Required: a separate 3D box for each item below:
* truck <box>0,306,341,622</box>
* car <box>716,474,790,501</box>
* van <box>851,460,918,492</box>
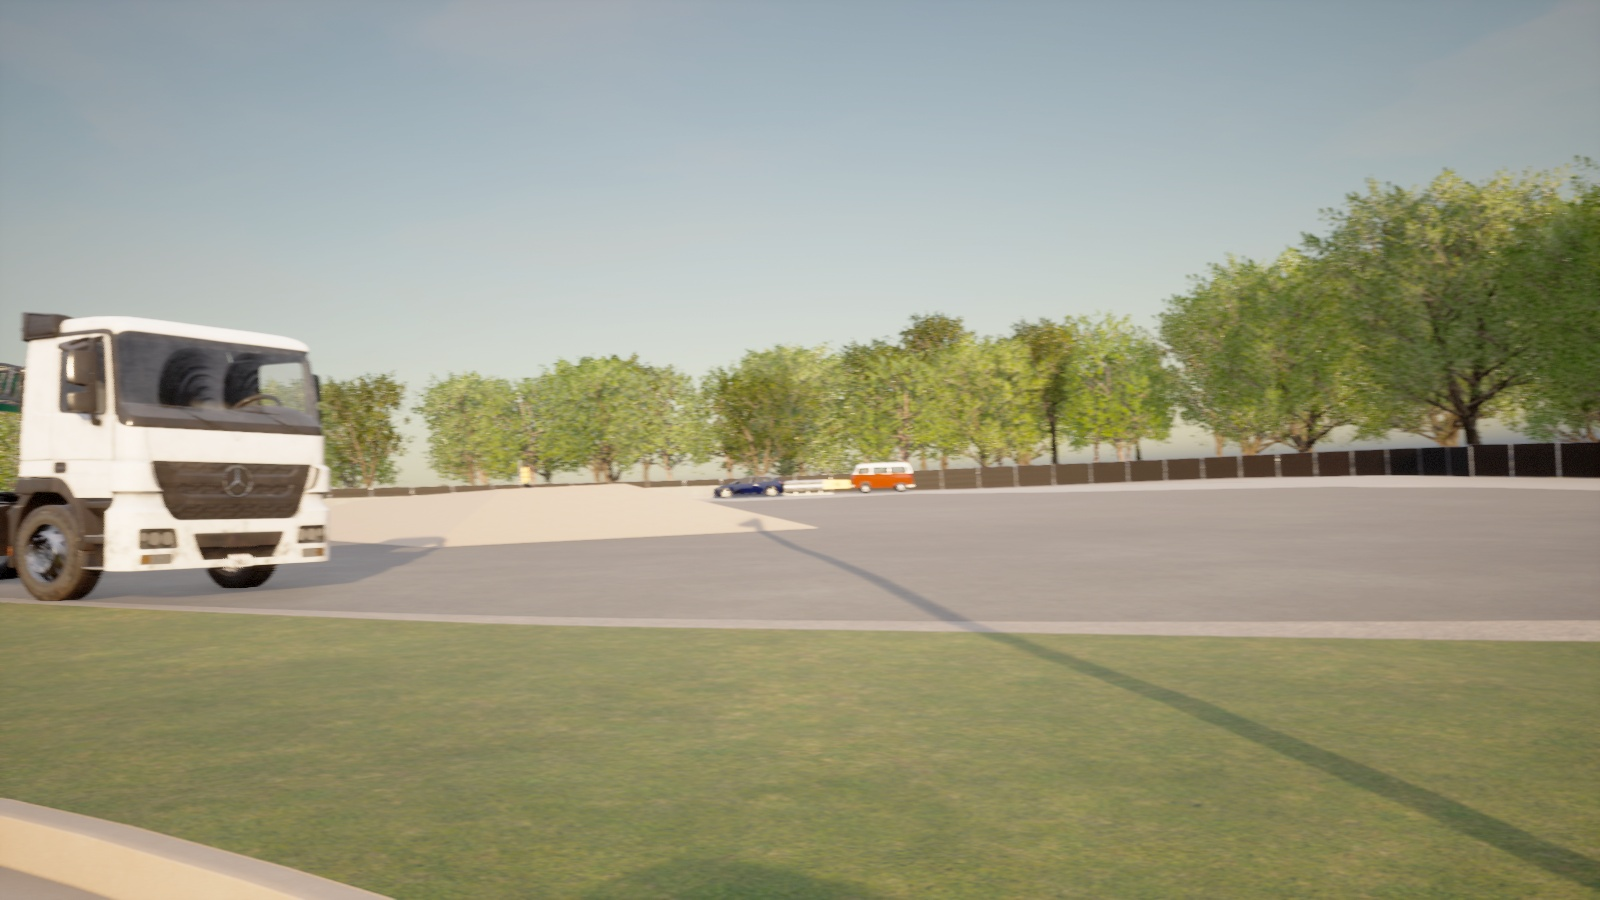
[{"bbox_3d":[-10.102,0.331,17.007,7.936,3.462,2.891,-3,-3,30],"label":"truck"},{"bbox_3d":[-3.156,2.479,83.521,4.792,1.488,2.163,-3,-2,-3],"label":"car"},{"bbox_3d":[5.860,1.803,87.406,4.480,2.038,2.069,-2,1,-1],"label":"van"}]
